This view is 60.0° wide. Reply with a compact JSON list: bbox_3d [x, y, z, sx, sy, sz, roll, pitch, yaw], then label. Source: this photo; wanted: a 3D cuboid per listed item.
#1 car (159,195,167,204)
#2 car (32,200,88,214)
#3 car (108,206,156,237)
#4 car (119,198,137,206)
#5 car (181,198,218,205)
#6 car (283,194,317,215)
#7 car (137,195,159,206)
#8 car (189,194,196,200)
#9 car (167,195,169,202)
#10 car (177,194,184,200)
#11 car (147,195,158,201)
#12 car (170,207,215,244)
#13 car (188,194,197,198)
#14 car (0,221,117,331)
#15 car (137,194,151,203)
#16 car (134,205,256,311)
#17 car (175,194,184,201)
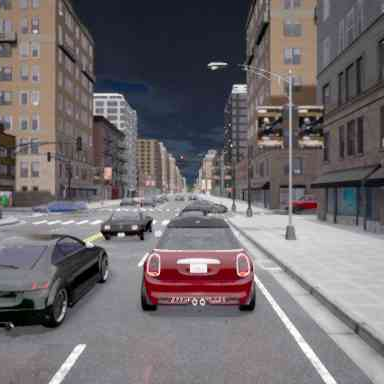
[{"bbox_3d":[-6.386,1.537,61.966,1.994,1.385,4.181,0,0,1],"label":"car"},{"bbox_3d":[-13.682,1.545,34.695,5.357,1.411,2.033,0,0,-33],"label":"car"},{"bbox_3d":[-3.104,1.596,16.860,1.895,1.301,4.718,0,0,0],"label":"car"},{"bbox_3d":[-9.704,1.544,50.777,1.994,1.385,4.181,0,0,0],"label":"car"},{"bbox_3d":[1.388,1.553,32.793,4.181,1.385,1.994,0,0,23],"label":"car"},{"bbox_3d":[12.362,1.248,34.432,5.566,2.045,2.150,0,0,0],"label":"car"},{"bbox_3d":[-6.456,1.545,49.313,1.994,1.385,4.181,0,0,0],"label":"car"},{"bbox_3d":[0.250,1.349,88.245,1.812,1.442,4.674,0,0,0],"label":"car"},{"bbox_3d":[-6.284,1.463,76.250,1.837,1.490,4.892,0,0,0],"label":"car"},{"bbox_3d":[-3.001,1.349,88.254,1.812,1.442,4.674,0,0,0],"label":"car"},{"bbox_3d":[-9.520,1.425,81.219,2.033,1.411,5.357,0,0,0],"label":"car"},{"bbox_3d":[0.057,1.559,16.623,1.994,1.385,4.181,0,0,1],"label":"car"},{"bbox_3d":[0.221,1.315,78.212,2.097,1.767,4.553,0,0,0],"label":"car"},{"bbox_3d":[-3.131,1.562,6.992,1.994,1.385,4.181,0,0,0],"label":"car"},{"bbox_3d":[-9.585,1.321,66.665,2.097,1.767,4.553,0,0,1],"label":"car"},{"bbox_3d":[0.122,1.350,7.921,2.097,1.767,4.553,0,0,0],"label":"car"},{"bbox_3d":[-3.029,1.512,78.251,1.994,1.385,4.181,0,0,0],"label":"car"}]
